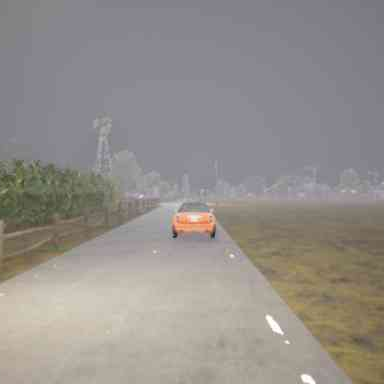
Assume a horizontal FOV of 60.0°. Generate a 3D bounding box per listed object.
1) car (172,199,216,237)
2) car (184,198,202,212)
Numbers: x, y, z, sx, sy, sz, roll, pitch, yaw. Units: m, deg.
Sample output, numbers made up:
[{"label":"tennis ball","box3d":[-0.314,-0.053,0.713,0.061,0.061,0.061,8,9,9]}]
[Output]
[{"label":"car","box3d":[0.103,1.303,17.653,2.097,1.767,4.553,0,0,0]},{"label":"car","box3d":[0.106,1.470,39.027,2.033,1.411,5.357,0,0,0]}]
